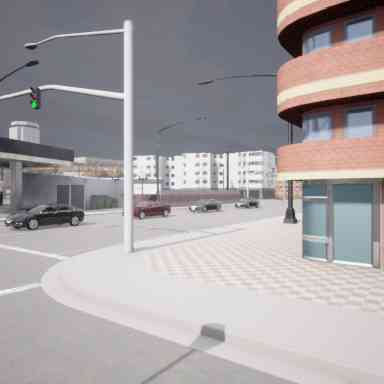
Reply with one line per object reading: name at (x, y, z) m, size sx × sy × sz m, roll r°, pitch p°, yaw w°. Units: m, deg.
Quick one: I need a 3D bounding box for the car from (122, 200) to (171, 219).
car at (-3.887, 1.478, 29.021) m, size 1.882 × 1.535 × 5.008 m, roll 0°, pitch 0°, yaw 34°

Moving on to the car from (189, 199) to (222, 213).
car at (1.530, 1.491, 36.869) m, size 2.128 × 1.511 × 4.902 m, roll 0°, pitch 0°, yaw 35°

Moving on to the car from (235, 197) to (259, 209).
car at (7.582, 1.492, 45.604) m, size 2.128 × 1.511 × 4.902 m, roll 0°, pitch 0°, yaw 35°

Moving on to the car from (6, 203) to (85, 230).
car at (-9.211, 1.505, 21.241) m, size 1.837 × 1.490 × 4.892 m, roll 0°, pitch 0°, yaw 34°
